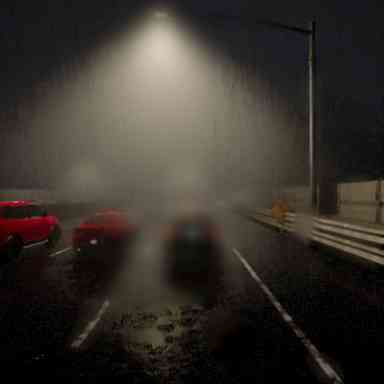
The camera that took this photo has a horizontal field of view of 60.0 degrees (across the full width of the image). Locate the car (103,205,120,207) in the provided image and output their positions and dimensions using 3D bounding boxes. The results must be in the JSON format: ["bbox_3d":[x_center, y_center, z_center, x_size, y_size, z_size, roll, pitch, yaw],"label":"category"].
[{"bbox_3d":[-6.949,1.837,28.903,1.812,1.442,4.674,0,0,0],"label":"car"}]

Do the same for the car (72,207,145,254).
[{"bbox_3d":[-3.461,1.630,14.257,1.882,1.535,5.008,0,0,1],"label":"car"}]

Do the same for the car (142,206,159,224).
[{"bbox_3d":[-3.464,1.844,27.542,2.033,1.411,5.357,0,-1,0],"label":"car"}]

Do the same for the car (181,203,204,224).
[{"bbox_3d":[0.054,1.792,29.253,1.882,1.535,5.008,0,0,1],"label":"car"}]

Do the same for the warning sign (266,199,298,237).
[{"bbox_3d":[4.562,1.295,16.900,1.300,1.860,1.060,0,-1,0],"label":"warning sign"}]

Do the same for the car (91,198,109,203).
[{"bbox_3d":[-17.436,2.079,64.836,2.097,1.767,4.553,0,-1,0],"label":"car"}]

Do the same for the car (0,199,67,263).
[{"bbox_3d":[-6.979,1.360,12.604,2.150,2.045,5.566,0,0,0],"label":"car"}]

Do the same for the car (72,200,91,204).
[{"bbox_3d":[-20.931,2.264,64.625,2.033,1.411,5.357,0,-1,0],"label":"car"}]

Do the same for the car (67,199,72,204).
[{"bbox_3d":[-24.431,2.222,64.553,1.837,1.490,4.892,0,0,0],"label":"car"}]

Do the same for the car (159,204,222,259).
[{"bbox_3d":[0.031,1.495,13.435,2.097,1.767,4.553,0,-1,0],"label":"car"}]
